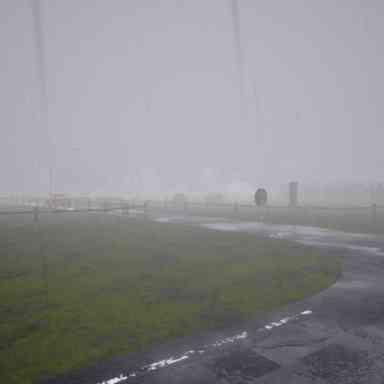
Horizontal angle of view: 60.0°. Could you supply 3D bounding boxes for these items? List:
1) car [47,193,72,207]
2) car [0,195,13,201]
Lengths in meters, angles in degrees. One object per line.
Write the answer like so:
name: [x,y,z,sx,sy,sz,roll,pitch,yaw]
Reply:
car: [-19.686,1.140,49.089,2.150,2.045,5.566,1,-1,-40]
car: [-45.021,1.404,80.698,1.882,1.535,5.008,1,-1,-45]
